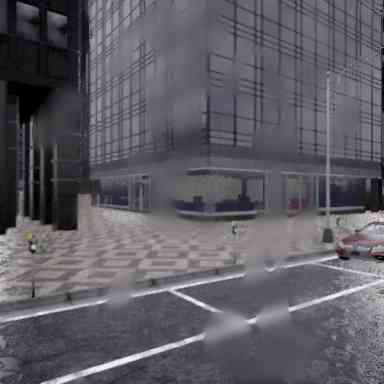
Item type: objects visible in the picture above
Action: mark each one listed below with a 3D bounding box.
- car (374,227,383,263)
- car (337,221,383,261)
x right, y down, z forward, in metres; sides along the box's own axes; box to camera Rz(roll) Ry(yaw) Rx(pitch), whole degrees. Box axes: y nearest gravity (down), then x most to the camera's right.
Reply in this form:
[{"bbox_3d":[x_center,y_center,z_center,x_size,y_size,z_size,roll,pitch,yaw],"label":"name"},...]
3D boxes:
[{"bbox_3d":[7.009,1.620,8.361,5.357,1.411,2.033,1,0,-35],"label":"car"},{"bbox_3d":[6.729,1.665,11.456,4.206,1.307,1.802,0,-1,-36],"label":"car"}]
